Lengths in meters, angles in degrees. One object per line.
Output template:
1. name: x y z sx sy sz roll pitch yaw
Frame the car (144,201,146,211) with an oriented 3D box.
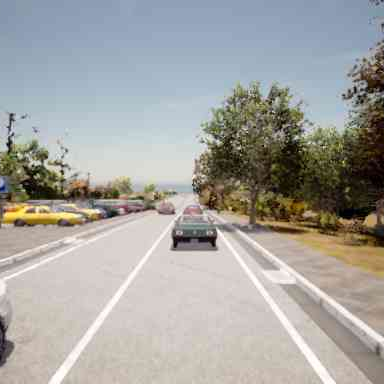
1. car: -10.321 2.567 53.509 4.674 1.452 2.002 0 -2 0

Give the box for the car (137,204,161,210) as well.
1. car: -10.119 3.544 78.455 5.366 1.575 1.946 0 -3 0

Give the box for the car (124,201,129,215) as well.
1. car: -10.328 2.157 39.634 4.674 1.452 2.002 0 -2 0

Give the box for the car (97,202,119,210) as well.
1. car: -23.349 3.933 92.425 5.566 2.045 2.435 0 -3 0

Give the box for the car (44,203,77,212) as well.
1. car: -23.400 2.695 59.223 5.008 1.535 2.097 0 -2 0

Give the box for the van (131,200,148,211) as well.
1. van: -10.200 2.383 56.292 4.442 1.987 1.878 0 -2 0

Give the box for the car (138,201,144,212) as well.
1. car: -10.290 2.474 50.733 4.792 1.488 2.163 0 -2 0

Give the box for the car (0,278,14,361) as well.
1. car: -3.363 1.529 2.806 1.812 1.442 4.674 0 0 0

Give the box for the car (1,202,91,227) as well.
1. car: -10.150 1.671 22.999 5.366 1.575 1.946 0 -1 0

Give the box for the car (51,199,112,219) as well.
1. car: -10.362 1.748 31.318 4.553 1.767 2.185 0 -2 0

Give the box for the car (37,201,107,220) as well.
1. car: -10.338 1.798 28.539 5.008 1.535 2.097 0 -2 0

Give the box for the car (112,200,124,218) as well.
1. car: -10.301 1.701 34.093 5.566 2.045 2.435 0 -2 0

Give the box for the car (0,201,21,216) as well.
1. car: -23.374 1.996 39.844 4.553 1.767 2.185 0 -2 0

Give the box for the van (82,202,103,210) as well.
1. van: -23.501 3.321 78.461 4.442 1.987 1.878 0 -3 0

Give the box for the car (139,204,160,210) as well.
1. car: -10.297 3.675 81.228 4.892 1.521 2.231 0 -3 0

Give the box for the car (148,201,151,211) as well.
1. car: -10.344 2.721 59.065 4.792 1.488 2.163 0 -2 0

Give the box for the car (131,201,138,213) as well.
1. car: -10.328 2.281 45.185 5.008 1.535 2.097 0 -2 0

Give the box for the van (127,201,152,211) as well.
1. van: -10.195 2.688 64.598 4.442 1.987 1.878 0 -3 0

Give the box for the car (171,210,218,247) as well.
1. car: 0.100 1.701 15.558 1.895 1.301 4.718 0 -1 0

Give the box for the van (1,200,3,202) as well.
1. van: -23.524 1.814 37.079 4.442 1.987 1.878 0 -2 0

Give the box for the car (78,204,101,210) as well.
1. car: -23.384 3.466 75.808 4.674 1.452 2.002 0 -3 0

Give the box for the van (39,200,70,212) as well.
1. van: -23.280 2.388 56.461 4.442 1.987 1.878 0 -2 0

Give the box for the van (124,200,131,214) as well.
1. van: -10.441 1.973 42.417 4.442 1.987 1.878 0 -2 0

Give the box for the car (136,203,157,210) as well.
1. car: -10.275 3.295 75.687 4.553 1.767 2.185 0 -3 0

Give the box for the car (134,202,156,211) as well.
1. car: -10.276 3.169 72.914 4.553 1.767 2.185 0 -3 0

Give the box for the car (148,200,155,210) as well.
1. car: -10.342 2.536 61.826 5.566 2.045 2.435 0 -3 0

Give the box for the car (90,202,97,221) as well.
1. car: -10.339 1.733 25.768 4.892 1.521 2.231 0 -1 0

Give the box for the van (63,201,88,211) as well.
1. van: -23.507 2.815 67.392 4.442 1.987 1.878 0 -3 0

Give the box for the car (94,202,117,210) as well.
1. car: -23.350 3.807 89.658 5.566 2.045 2.435 0 -3 0

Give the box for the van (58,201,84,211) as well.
1. van: -23.508 2.695 64.750 4.442 1.987 1.878 0 -3 0

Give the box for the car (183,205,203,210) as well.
1. car: 0.100 2.007 32.907 1.994 1.385 4.181 0 -1 0

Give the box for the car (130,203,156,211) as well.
1. car: -10.304 3.167 70.135 5.008 1.535 2.097 0 -3 0

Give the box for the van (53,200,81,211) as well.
1. van: -23.277 2.562 61.850 4.442 1.987 1.878 0 -2 0

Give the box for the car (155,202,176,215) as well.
1. car: -3.332 2.125 44.482 2.097 1.767 4.553 0 -2 0
